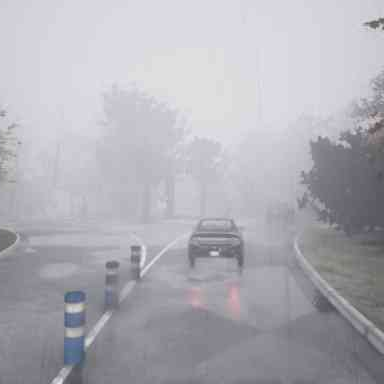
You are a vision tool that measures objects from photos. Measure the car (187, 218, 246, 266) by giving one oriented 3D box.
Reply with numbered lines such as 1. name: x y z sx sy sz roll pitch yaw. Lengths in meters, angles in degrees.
1. car: 0.980 1.723 12.524 2.128 1.511 4.902 0 -2 7

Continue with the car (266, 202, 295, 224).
1. car: 9.080 2.079 33.870 2.150 2.045 5.566 0 -2 24
